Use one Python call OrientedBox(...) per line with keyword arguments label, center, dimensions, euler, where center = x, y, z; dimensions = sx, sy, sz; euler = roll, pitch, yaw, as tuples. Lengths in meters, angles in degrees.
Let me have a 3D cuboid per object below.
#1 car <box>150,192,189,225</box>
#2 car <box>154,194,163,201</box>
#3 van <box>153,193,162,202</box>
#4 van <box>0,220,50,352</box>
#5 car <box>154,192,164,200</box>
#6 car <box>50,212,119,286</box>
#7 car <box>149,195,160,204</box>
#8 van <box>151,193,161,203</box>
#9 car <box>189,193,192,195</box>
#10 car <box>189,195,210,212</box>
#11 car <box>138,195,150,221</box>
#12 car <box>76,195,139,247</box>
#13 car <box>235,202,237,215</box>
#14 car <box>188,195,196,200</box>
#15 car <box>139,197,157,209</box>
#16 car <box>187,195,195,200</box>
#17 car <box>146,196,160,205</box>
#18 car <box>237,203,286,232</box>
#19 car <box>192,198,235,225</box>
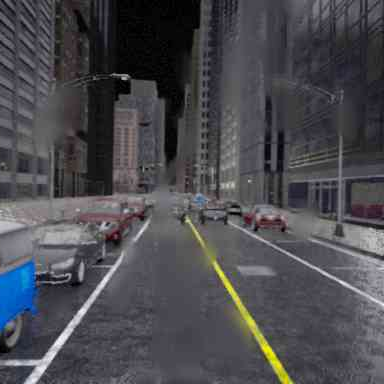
OrientedBox(label="car", center=(-1.617, 1.164, 23.814), dimensions=(2.150, 2.045, 5.566), euler=(1, 0, -4))
OrientedBox(label="car", center=(-7.716, 1.208, 76.549), dimensions=(1.967, 1.590, 4.097), euler=(1, 0, -4))
OrientedBox(label="van", center=(-7.358, 1.121, 70.920), dimensions=(1.690, 1.788, 3.998), euler=(1, 0, -4))
OrientedBox(label="van", center=(-3.085, 1.270, 3.366), dimensions=(1.690, 1.788, 3.998), euler=(1, 0, -4))
OrientedBox(label="car", center=(-8.069, 1.070, 82.180), dimensions=(2.192, 1.841, 5.009), euler=(1, 0, -4))
OrientedBox(label="car", center=(-3.445, 1.466, 8.996), dimensions=(2.008, 1.369, 4.403), euler=(1, 0, -4))
OrientedBox(label="car", center=(-6.638, 1.330, 59.491), dimensions=(1.752, 1.417, 4.829), euler=(1, 0, -4))
OrientedBox(label="van", center=(-7.002, 1.133, 65.290), dimensions=(1.690, 1.788, 3.998), euler=(1, 0, -4))
OrientedBox(label="car", center=(0.432, 1.523, 82.722), dimensions=(1.802, 1.307, 4.206), euler=(1, 0, -4))
OrientedBox(label="car", center=(0.493, 1.469, 38.840), dimensions=(2.128, 1.511, 4.902), euler=(1, 0, -3))
OrientedBox(label="car", center=(-4.509, 1.193, 25.884), dimensions=(2.192, 1.841, 5.009), euler=(1, 0, -4))
OrientedBox(label="car", center=(-3.797, 1.217, 14.625), dimensions=(2.192, 1.841, 5.009), euler=(1, 0, -4))
OrientedBox(label="car", center=(3.636, 1.617, 32.057), dimensions=(1.947, 1.339, 4.313), euler=(1, 0, -4))
OrientedBox(label="car", center=(0.076, 1.510, 88.351), dimensions=(1.802, 1.307, 4.206), euler=(1, 0, -4))
OrientedBox(label="car", center=(-5.582, 1.407, 42.773), dimensions=(1.947, 1.339, 4.313), euler=(1, 0, -4))
OrientedBox(label="car", center=(-0.280, 1.482, 93.981), dimensions=(1.947, 1.339, 4.313), euler=(1, 0, -4))
OrientedBox(label="car", center=(-6.293, 1.368, 54.032), dimensions=(2.008, 1.369, 4.403), euler=(1, 0, -4))
OrientedBox(label="car", center=(4.350, 1.516, 20.798), dimensions=(1.967, 1.590, 4.097), euler=(1, 0, -4))
OrientedBox(label="car", center=(1.423, 1.501, 24.221), dimensions=(2.128, 1.511, 4.902), euler=(1, 0, -3))
